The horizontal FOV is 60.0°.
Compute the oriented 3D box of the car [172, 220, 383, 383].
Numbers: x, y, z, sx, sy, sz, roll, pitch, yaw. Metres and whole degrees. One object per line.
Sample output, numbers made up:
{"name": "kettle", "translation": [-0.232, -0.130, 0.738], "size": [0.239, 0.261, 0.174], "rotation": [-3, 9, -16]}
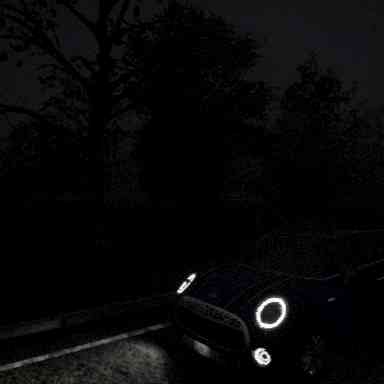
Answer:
{"name": "car", "translation": [1.885, 1.405, 5.597], "size": [4.553, 1.767, 2.097], "rotation": [1, -1, -38]}
